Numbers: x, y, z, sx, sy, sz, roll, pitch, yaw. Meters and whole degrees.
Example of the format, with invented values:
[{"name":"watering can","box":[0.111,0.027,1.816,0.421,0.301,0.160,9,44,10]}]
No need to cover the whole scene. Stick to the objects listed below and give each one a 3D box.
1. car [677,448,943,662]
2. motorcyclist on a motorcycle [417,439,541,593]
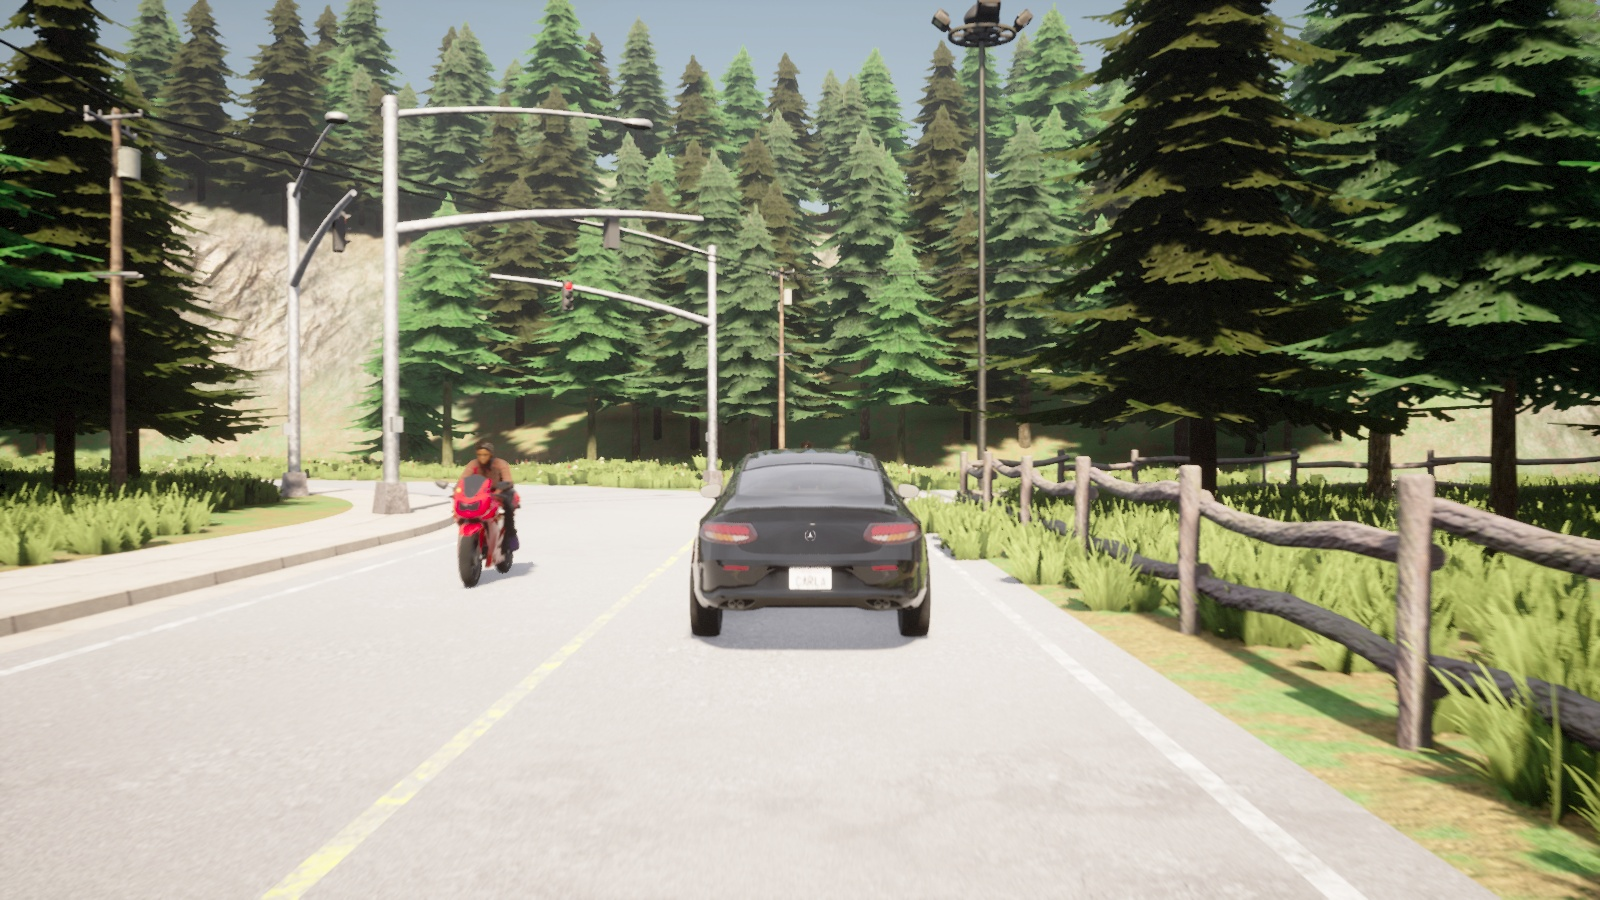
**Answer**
[{"name":"car","box":[0.084,0.711,10.901,1.812,1.442,4.674,0,0,0]},{"name":"motorcyclist on a motorcycle","box":[-3.391,0.650,13.464,0.797,1.523,2.044,0,0,0]}]
